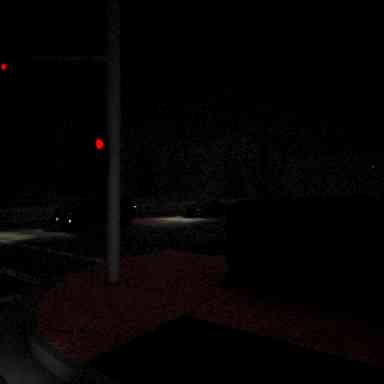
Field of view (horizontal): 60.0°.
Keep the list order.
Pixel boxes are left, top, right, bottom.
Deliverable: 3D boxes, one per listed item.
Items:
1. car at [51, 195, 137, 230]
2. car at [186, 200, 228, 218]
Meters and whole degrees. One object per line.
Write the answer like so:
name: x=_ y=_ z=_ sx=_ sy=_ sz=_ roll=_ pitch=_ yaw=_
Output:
car: x=-6.108 y=1.224 z=21.467 sx=2.150 sy=2.045 sz=5.566 roll=0 pitch=0 yaw=38
car: x=1.458 y=1.480 z=31.003 sx=1.882 sy=1.535 sz=5.008 roll=0 pitch=0 yaw=39
